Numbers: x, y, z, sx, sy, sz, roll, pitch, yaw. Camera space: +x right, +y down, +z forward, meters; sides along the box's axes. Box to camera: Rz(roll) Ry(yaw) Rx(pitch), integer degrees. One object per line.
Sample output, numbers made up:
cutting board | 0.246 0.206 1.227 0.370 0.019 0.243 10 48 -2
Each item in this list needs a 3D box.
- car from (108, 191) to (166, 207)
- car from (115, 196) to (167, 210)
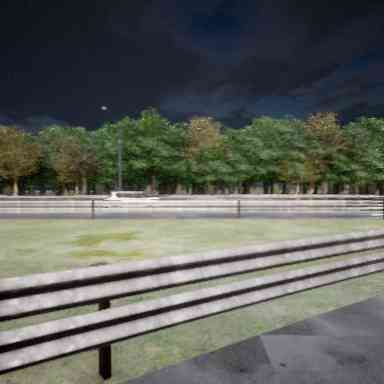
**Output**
car | -5.534 0.966 33.206 5.566 2.045 2.150 0 1 0
car | -5.537 1.200 36.709 5.357 1.411 2.033 0 1 0
